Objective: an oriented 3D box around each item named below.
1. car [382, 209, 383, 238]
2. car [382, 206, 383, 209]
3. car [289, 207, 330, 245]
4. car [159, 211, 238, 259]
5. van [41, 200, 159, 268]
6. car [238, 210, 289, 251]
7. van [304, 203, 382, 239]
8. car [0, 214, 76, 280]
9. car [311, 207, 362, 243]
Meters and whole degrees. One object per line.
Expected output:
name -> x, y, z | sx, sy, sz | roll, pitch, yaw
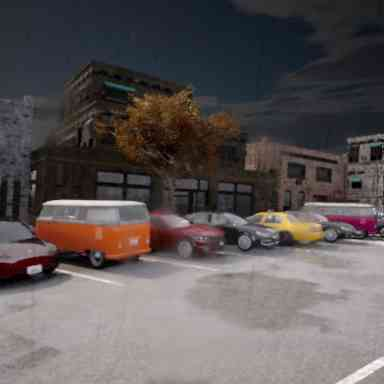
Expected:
car -> 10.903, 2.013, 21.276 | 4.892, 1.521, 2.231 | 0, -2, 35
car -> 15.726, 2.097, 24.648 | 5.566, 2.045, 2.435 | 0, -3, 35
car -> 3.582, 1.660, 16.332 | 5.366, 1.575, 1.946 | 0, -2, 35
car -> -1.039, 1.529, 12.854 | 5.008, 1.535, 2.097 | -1, -1, 35
van -> -3.520, 1.268, 11.220 | 4.442, 1.987, 1.878 | -1, -1, 35
car -> 1.349, 1.586, 14.546 | 4.892, 1.521, 2.231 | 0, -2, 35
van -> 8.422, 1.650, 19.675 | 4.442, 1.987, 1.878 | 0, -2, 35
car -> -5.786, 1.505, 9.435 | 4.792, 1.488, 2.163 | -1, -1, 35
car -> 6.121, 1.761, 17.924 | 4.892, 1.521, 2.231 | 0, -2, 35
